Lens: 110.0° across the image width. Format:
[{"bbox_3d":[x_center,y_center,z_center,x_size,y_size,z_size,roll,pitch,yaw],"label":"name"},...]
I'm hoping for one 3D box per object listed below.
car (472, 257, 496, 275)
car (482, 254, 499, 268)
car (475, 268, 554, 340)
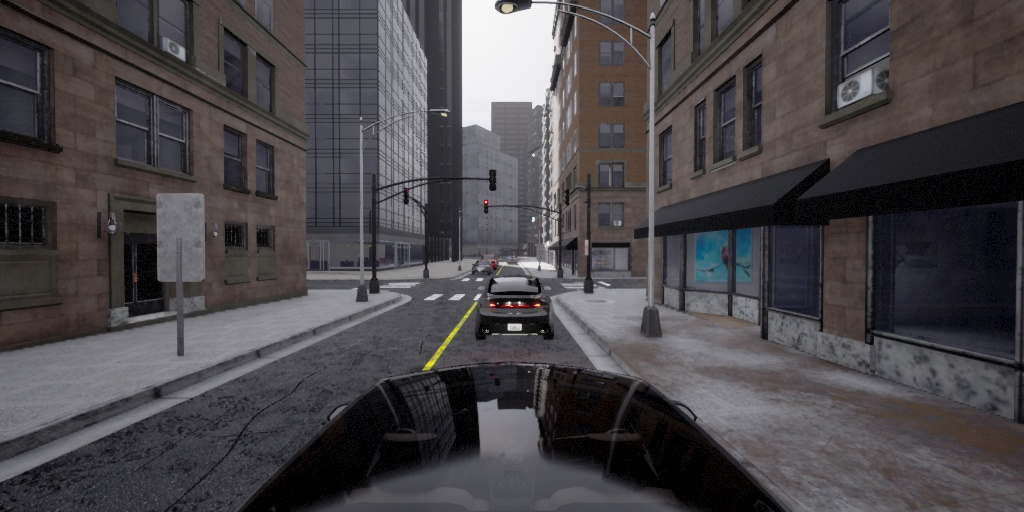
[{"bbox_3d":[-3.134,1.163,37.962,2.128,1.511,4.902,0,0,0],"label":"car"},{"bbox_3d":[-3.151,0.809,48.266,2.150,2.045,5.566,0,1,0],"label":"car"},{"bbox_3d":[0.070,1.252,9.972,1.837,1.490,4.892,0,0,0],"label":"car"}]
